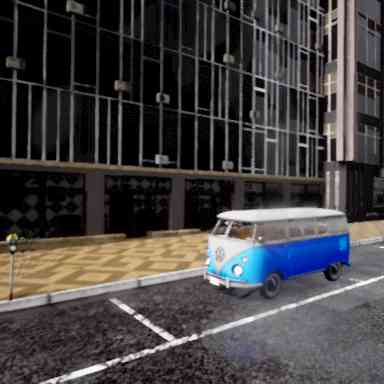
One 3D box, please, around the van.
[{"bbox_3d":[2.184,1.314,8.108,3.998,1.788,1.690,0,1,-35],"label":"van"}]
